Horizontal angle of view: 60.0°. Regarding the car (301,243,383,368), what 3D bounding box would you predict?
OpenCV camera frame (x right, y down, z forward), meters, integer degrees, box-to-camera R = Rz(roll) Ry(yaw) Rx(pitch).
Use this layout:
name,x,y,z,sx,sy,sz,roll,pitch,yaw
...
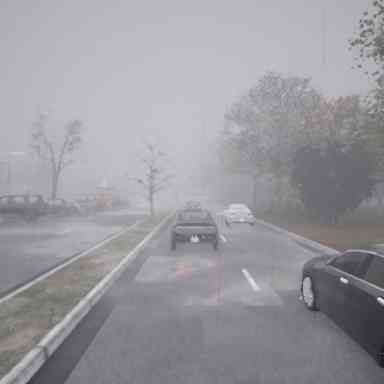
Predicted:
name,x,y,z,sx,sy,sz,roll,pitch,yaw
car,3.101,1.508,4.826,1.837,1.490,4.892,0,0,0

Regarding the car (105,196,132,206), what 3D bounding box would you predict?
name,x,y,z,sx,sy,sz,roll,pitch,yaw
car,-13.622,1.646,61.318,4.553,1.767,2.185,-1,0,-19

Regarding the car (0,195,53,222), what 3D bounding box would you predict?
name,x,y,z,sx,sy,sz,roll,pitch,yaw
car,-13.830,1.270,25.245,5.566,2.045,2.435,-1,0,-20

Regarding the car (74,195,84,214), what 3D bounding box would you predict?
name,x,y,z,sx,sy,sz,roll,pitch,yaw
car,-13.829,1.442,34.257,4.553,1.767,2.185,-1,-1,-20

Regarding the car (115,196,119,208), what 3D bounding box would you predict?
name,x,y,z,sx,sy,sz,roll,pitch,yaw
car,-13.766,1.717,49.270,4.674,1.452,2.002,-1,0,-20

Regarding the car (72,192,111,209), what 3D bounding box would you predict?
name,x,y,z,sx,sy,sz,roll,pitch,yaw
car,-13.816,1.380,43.255,5.566,2.045,2.435,-1,0,-20

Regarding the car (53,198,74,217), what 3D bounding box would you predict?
name,x,y,z,sx,sy,sz,roll,pitch,yaw
car,-13.768,1.423,31.271,4.553,1.767,2.185,-1,0,-20

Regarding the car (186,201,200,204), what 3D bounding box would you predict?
name,x,y,z,sx,sy,sz,roll,pitch,yaw
car,0.106,1.627,35.207,2.033,1.411,5.357,0,0,0

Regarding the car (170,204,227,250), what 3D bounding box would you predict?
name,x,y,z,sx,sy,sz,roll,pitch,yaw
car,0.103,1.495,14.298,2.128,1.511,4.902,0,0,0

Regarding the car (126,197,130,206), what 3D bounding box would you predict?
name,x,y,z,sx,sy,sz,roll,pitch,yaw
car,-13.713,1.473,55.305,5.566,2.045,2.435,-1,-1,-20

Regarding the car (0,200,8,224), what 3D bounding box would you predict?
name,x,y,z,sx,sy,sz,roll,pitch,yaw
car,-13.981,1.504,19.193,5.366,1.575,1.946,-1,0,-20

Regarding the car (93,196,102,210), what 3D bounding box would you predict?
name,x,y,z,sx,sy,sz,roll,pitch,yaw
car,-13.816,1.637,40.250,4.792,1.488,2.163,-1,0,-20

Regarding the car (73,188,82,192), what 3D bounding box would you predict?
name,x,y,z,sx,sy,sz,roll,pitch,yaw
car,-31.156,-0.005,90.063,2.435,2.045,5.566,6,-3,-19

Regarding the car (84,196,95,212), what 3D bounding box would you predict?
name,x,y,z,sx,sy,sz,roll,pitch,yaw
car,-13.800,1.588,37.266,4.892,1.521,2.231,-1,-1,-20

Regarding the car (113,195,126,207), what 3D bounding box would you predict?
name,x,y,z,sx,sy,sz,roll,pitch,yaw
car,-13.786,1.449,52.269,5.566,2.045,2.435,-1,0,-20

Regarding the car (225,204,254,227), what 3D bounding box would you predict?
name,x,y,z,sx,sy,sz,roll,pitch,yaw
car,3.104,1.546,23.042,1.812,1.442,4.674,0,0,0

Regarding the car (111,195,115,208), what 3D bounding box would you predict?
name,x,y,z,sx,sy,sz,roll,pitch,yaw
car,-13.955,1.653,46.204,5.366,1.575,1.946,-1,0,-20
